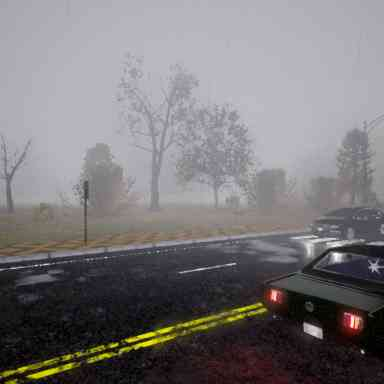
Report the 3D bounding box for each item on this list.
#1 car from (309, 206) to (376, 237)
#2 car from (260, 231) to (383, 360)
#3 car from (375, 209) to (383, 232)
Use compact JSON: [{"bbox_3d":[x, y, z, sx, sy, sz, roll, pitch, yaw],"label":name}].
[{"bbox_3d":[8.009,1.501,16.819,4.892,1.490,1.837,0,0,-33],"label":"car"},{"bbox_3d":[3.480,1.600,5.790,4.718,1.301,1.895,0,0,-35],"label":"car"},{"bbox_3d":[10.323,1.501,14.445,4.892,1.490,1.837,0,0,-33],"label":"car"}]
